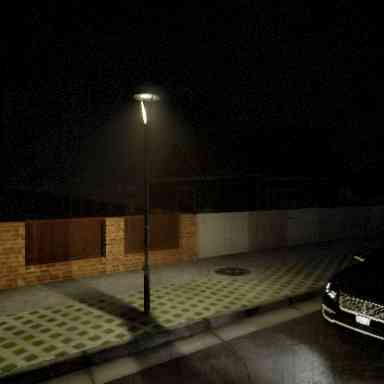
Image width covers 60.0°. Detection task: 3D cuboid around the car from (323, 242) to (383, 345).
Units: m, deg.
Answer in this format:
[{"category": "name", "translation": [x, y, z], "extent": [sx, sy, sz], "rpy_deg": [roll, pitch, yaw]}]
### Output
[{"category": "car", "translation": [4.330, 1.503, 5.912], "extent": [4.892, 1.490, 1.837], "rpy_deg": [0, 0, -35]}]
